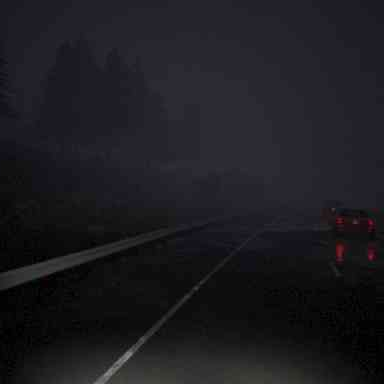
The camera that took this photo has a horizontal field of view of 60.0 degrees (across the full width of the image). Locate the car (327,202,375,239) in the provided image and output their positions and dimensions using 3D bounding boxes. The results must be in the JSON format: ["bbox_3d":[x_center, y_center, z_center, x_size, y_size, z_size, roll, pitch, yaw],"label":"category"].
[{"bbox_3d":[9.858,1.763,20.681,2.097,1.767,4.553,1,0,19],"label":"car"}]

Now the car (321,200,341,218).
[{"bbox_3d":[15.855,1.914,37.574,2.150,2.045,5.566,1,0,21],"label":"car"}]
